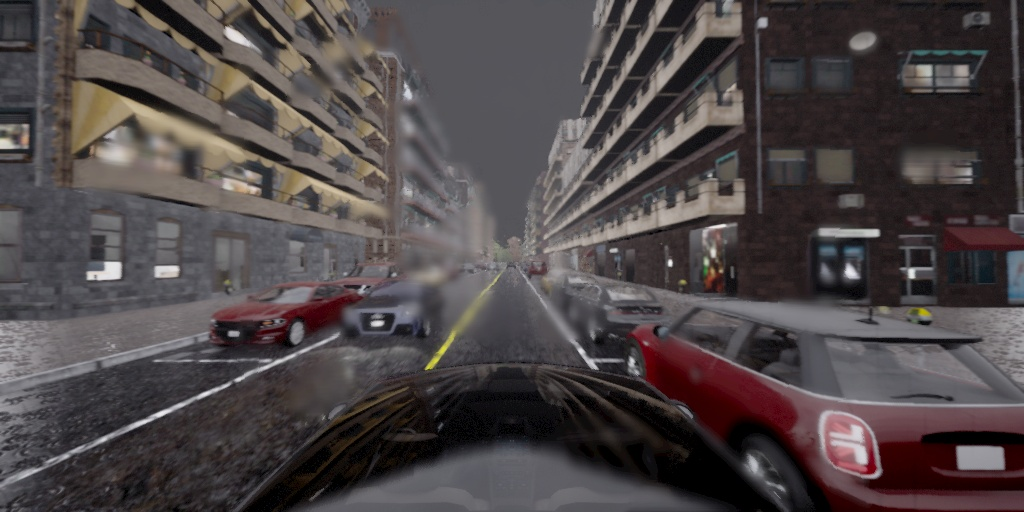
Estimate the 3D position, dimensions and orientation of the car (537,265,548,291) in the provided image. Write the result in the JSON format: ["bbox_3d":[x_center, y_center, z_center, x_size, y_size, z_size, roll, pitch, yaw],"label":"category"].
[{"bbox_3d":[2.660,1.438,20.875,1.751,1.417,4.829,0,0,0],"label":"car"}]

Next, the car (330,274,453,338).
[{"bbox_3d":[-3.109,1.391,10.293,1.994,1.385,4.181,0,0,0],"label":"car"}]

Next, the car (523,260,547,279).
[{"bbox_3d":[2.630,1.375,37.408,2.192,1.841,5.009,0,0,0],"label":"car"}]

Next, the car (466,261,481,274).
[{"bbox_3d":[-5.771,1.736,48.563,1.948,1.339,4.313,0,0,0],"label":"car"}]

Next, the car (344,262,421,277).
[{"bbox_3d":[-5.711,1.188,15.157,2.192,1.841,5.009,0,0,0],"label":"car"}]

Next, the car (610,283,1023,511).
[{"bbox_3d":[2.690,1.207,4.003,1.967,1.591,4.097,0,0,0],"label":"car"}]

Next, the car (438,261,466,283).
[{"bbox_3d":[-5.741,1.335,31.859,2.192,1.841,5.009,0,0,0],"label":"car"}]

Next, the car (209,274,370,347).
[{"bbox_3d":[-5.701,1.370,9.589,1.888,1.381,4.507,0,0,0],"label":"car"}]

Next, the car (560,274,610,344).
[{"bbox_3d":[2.680,1.366,9.571,2.007,1.370,4.403,0,0,0],"label":"car"}]

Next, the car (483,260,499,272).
[{"bbox_3d":[-3.146,1.755,59.102,2.128,1.511,4.902,0,-1,0],"label":"car"}]

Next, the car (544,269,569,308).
[{"bbox_3d":[2.670,1.414,15.138,2.007,1.370,4.403,0,0,0],"label":"car"}]

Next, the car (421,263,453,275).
[{"bbox_3d":[-5.731,1.497,26.121,1.751,1.417,4.829,0,0,0],"label":"car"}]
